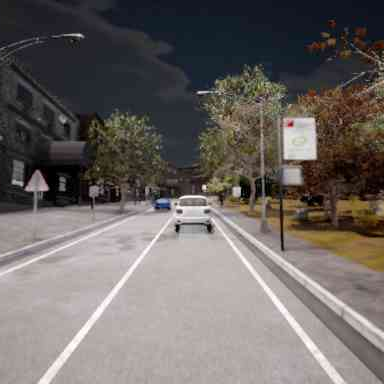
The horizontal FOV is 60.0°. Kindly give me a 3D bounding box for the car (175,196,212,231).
[{"bbox_3d":[0.071,1.261,21.235,2.150,2.045,5.566,0,0,0],"label":"car"}]

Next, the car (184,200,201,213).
[{"bbox_3d":[0.044,1.674,39.629,1.895,1.301,4.718,0,0,0],"label":"car"}]

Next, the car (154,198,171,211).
[{"bbox_3d":[-3.647,1.557,41.851,1.882,1.535,5.008,0,0,0],"label":"car"}]
